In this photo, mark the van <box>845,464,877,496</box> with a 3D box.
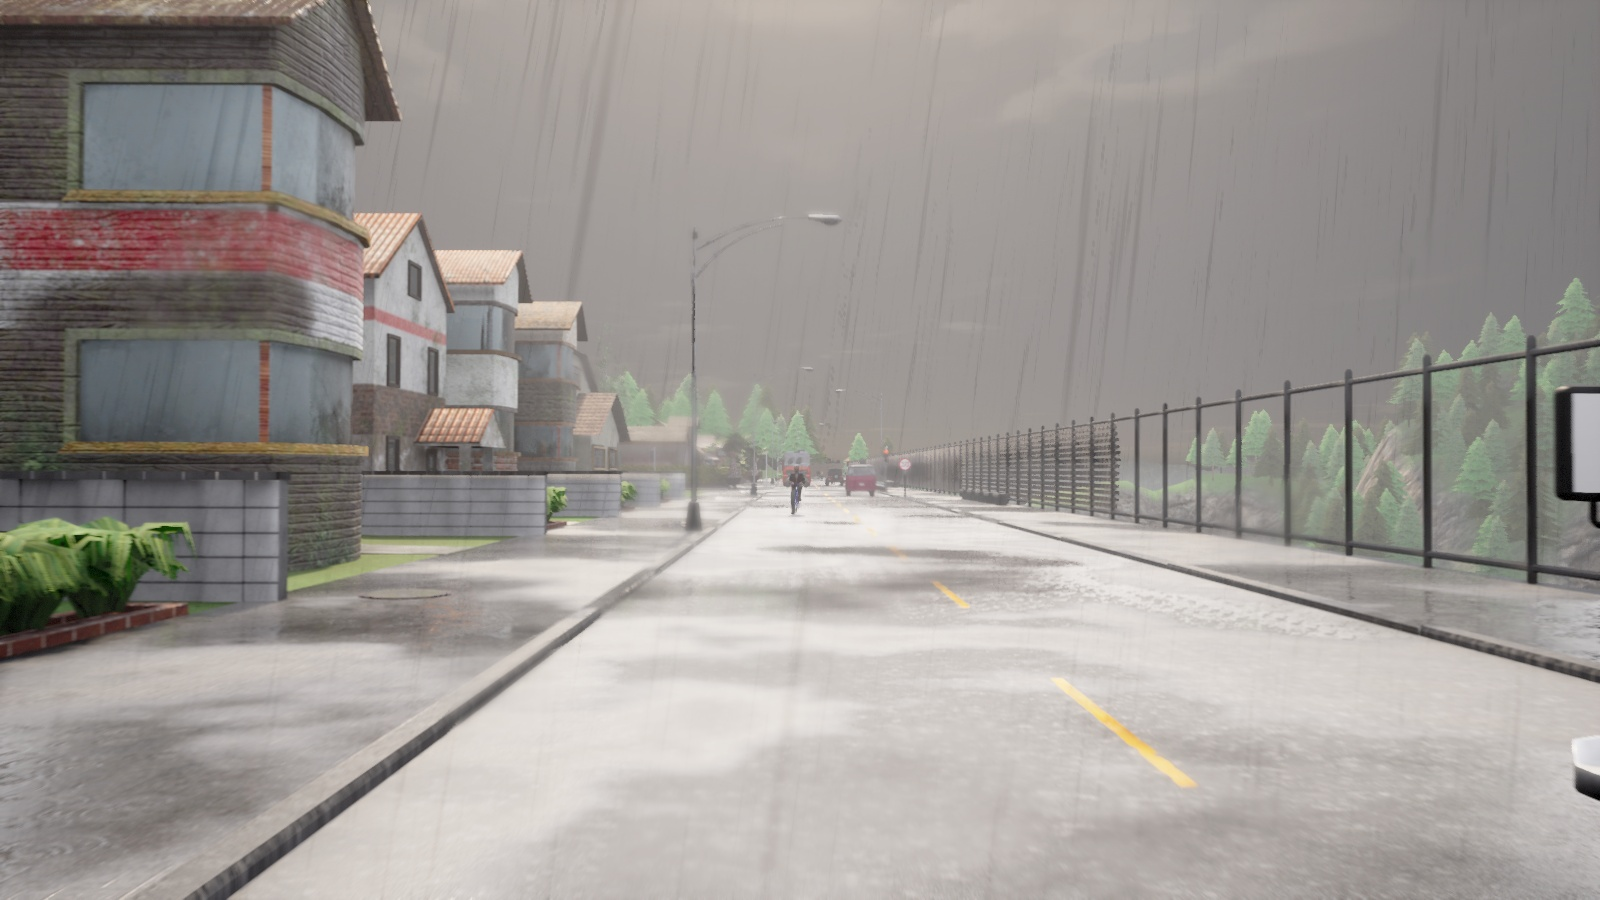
[{"bbox_3d":[3.806,1.868,78.625,1.775,1.987,4.442,0,-1,0],"label":"van"}]

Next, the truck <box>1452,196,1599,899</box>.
[{"bbox_3d":[3.992,0.354,2.517,2.627,2.467,5.204,0,-1,0],"label":"truck"}]
